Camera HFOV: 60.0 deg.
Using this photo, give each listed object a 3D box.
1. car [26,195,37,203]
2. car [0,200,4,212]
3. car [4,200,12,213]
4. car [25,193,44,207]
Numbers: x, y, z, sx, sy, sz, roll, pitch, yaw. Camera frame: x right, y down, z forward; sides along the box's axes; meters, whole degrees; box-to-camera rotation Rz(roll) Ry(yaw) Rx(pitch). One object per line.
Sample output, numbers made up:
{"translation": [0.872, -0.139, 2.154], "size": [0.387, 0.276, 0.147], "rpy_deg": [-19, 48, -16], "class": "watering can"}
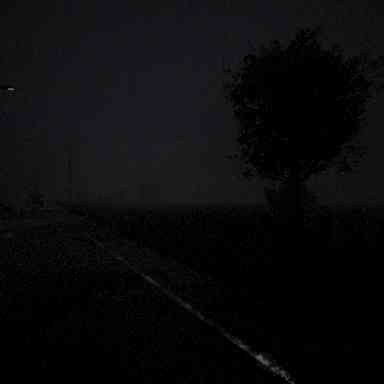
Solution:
{"translation": [-32.156, 1.350, 66.650], "size": [1.812, 1.442, 4.674], "rpy_deg": [0, 0, -27], "class": "car"}
{"translation": [-11.778, 1.422, 18.352], "size": [1.882, 1.535, 5.008], "rpy_deg": [0, 0, -27], "class": "car"}
{"translation": [-19.864, 1.465, 34.500], "size": [1.994, 1.385, 4.181], "rpy_deg": [0, 0, -27], "class": "car"}
{"translation": [-22.813, 1.095, 48.220], "size": [2.150, 2.045, 5.566], "rpy_deg": [0, 0, -26], "class": "car"}
